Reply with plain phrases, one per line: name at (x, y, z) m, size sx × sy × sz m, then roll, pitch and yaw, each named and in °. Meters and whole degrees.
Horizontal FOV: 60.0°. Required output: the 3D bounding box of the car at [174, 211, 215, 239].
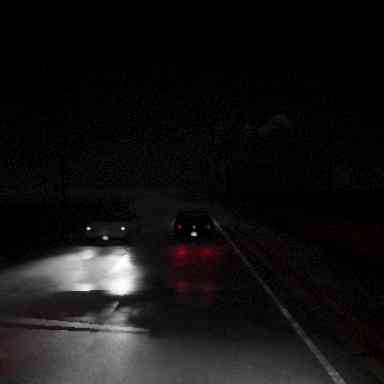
car at (0.098, 1.609, 17.237) m, size 1.895 × 1.301 × 4.718 m, roll 0°, pitch 0°, yaw 0°

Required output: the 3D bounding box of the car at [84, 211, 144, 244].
car at (-3.587, 1.608, 16.016) m, size 1.895 × 1.301 × 4.718 m, roll 0°, pitch 0°, yaw 0°
